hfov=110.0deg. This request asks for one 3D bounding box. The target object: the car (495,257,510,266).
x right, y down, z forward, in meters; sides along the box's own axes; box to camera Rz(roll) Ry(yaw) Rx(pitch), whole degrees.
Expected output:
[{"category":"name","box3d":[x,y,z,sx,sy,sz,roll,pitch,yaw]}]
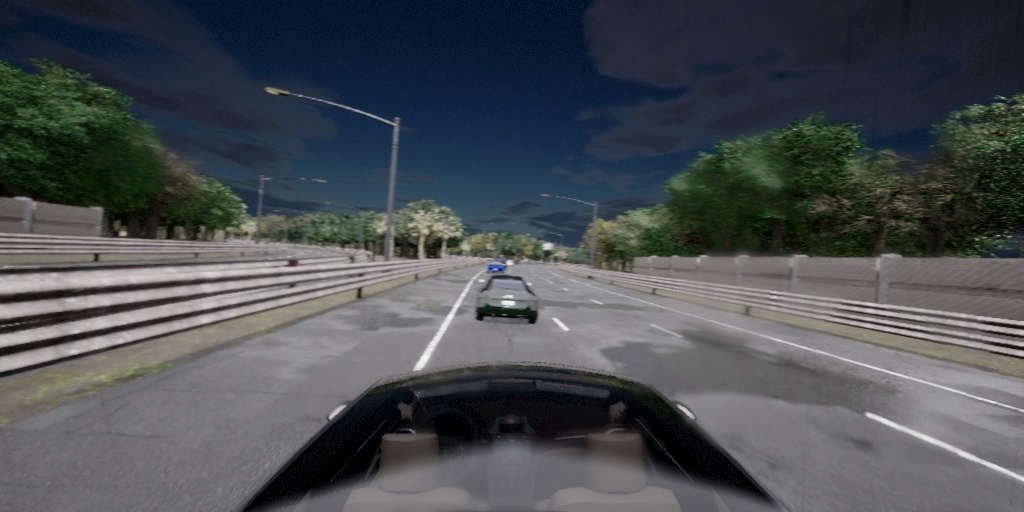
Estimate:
[{"category":"car","box3d":[-1.990,1.193,59.342,2.150,2.045,5.566,4,0,1]}]

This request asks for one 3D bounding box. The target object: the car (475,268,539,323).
[{"category":"car","box3d":[-0.249,1.361,12.603,1.994,1.385,4.181,4,0,-4]}]

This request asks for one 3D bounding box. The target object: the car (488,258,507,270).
[{"category":"car","box3d":[-1.922,1.348,43.164,1.882,1.535,5.008,4,0,-1]}]
